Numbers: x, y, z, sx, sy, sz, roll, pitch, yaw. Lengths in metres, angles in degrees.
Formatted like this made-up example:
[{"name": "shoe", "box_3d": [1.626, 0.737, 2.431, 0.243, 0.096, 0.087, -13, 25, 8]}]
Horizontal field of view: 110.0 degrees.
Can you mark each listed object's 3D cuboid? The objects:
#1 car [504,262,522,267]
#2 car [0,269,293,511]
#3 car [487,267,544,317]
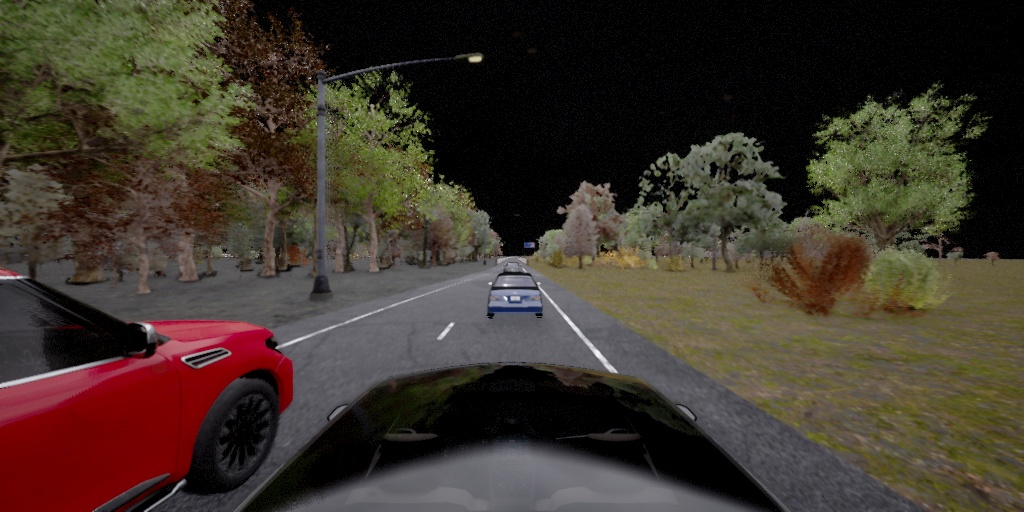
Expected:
[{"name": "car", "box_3d": [0.087, 1.319, 37.626, 1.994, 1.385, 4.181, 0, 0, 0]}, {"name": "car", "box_3d": [-3.383, 0.972, 1.390, 2.150, 2.045, 5.566, 0, 0, 0]}, {"name": "car", "box_3d": [0.094, 1.298, 13.062, 2.033, 1.411, 5.357, 0, 0, 0]}]
